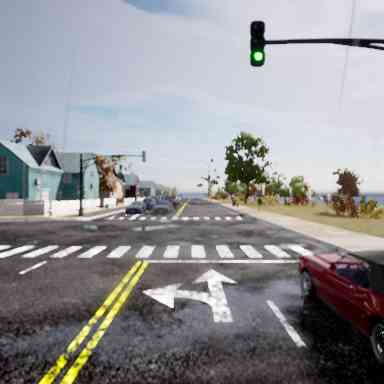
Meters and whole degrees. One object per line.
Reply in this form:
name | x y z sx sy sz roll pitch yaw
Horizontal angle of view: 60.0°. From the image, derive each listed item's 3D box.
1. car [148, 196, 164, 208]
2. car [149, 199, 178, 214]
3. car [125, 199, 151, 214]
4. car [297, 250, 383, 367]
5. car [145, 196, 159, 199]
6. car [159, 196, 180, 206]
car | -6.516 1.678 60.028 2.150 2.045 5.566 0 0 1
car | -3.290 1.835 39.152 2.033 1.411 5.357 0 0 4
car | -6.563 1.837 39.504 2.033 1.411 5.357 0 0 0
car | 3.353 1.640 5.622 1.895 1.301 4.718 0 0 0
car | -6.549 1.722 49.463 2.097 1.767 4.553 0 0 0
car | -3.300 1.602 50.550 2.150 2.045 5.566 0 -1 0
